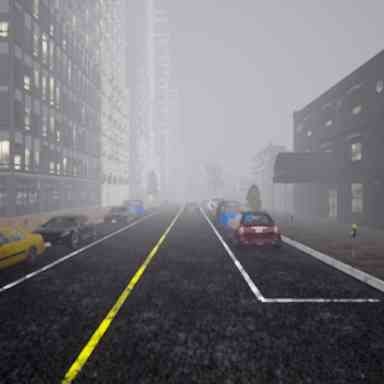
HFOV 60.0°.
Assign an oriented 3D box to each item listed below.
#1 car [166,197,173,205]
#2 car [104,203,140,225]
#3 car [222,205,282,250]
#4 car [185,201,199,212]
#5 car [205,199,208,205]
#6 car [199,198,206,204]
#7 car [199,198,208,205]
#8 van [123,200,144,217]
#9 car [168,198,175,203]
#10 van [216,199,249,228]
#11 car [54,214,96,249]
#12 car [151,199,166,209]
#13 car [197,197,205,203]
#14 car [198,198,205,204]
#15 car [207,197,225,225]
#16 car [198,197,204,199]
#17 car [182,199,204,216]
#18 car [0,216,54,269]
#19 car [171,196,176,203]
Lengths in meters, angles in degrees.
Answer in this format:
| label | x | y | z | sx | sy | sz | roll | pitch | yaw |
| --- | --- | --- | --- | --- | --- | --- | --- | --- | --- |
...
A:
| label | x | y | z | sx | sy | sz | roll | pitch | yaw |
| --- | --- | --- | --- | --- | --- | --- | --- | --- | --- |
| car | -5.746 | 2.183 | 71.601 | 1.947 | 1.339 | 4.313 | -1 | 0 | 0 |
| car | -5.697 | 1.793 | 26.451 | 1.947 | 1.339 | 4.313 | -1 | 0 | 0 |
| car | 2.661 | 1.571 | 15.118 | 1.967 | 1.590 | 4.097 | -1 | 0 | 0 |
| car | -0.044 | 2.007 | 47.291 | 1.895 | 1.301 | 4.718 | 0 | 0 | 0 |
| car | 3.062 | 1.581 | 41.057 | 2.150 | 2.045 | 5.566 | 0 | -1 | 0 |
| car | 2.589 | 2.297 | 82.843 | 1.802 | 1.307 | 4.206 | -1 | 0 | 0 |
| car | 2.595 | 2.210 | 77.200 | 1.887 | 1.381 | 4.507 | -1 | 0 | 0 |
| van | -5.707 | 1.617 | 32.096 | 1.690 | 1.788 | 3.998 | -1 | 0 | 0 |
| car | -5.770 | 2.380 | 94.177 | 1.947 | 1.339 | 4.313 | -1 | 0 | 0 |
| van | 2.653 | 1.520 | 20.763 | 1.690 | 1.788 | 3.998 | -1 | 0 | 0 |
| car | -5.685 | 1.697 | 15.162 | 1.947 | 1.339 | 4.313 | -1 | 0 | 0 |
| car | -5.728 | 1.994 | 54.500 | 1.752 | 1.417 | 4.829 | -1 | 0 | 0 |
| car | 2.575 | 2.254 | 94.132 | 1.967 | 1.590 | 4.097 | -1 | -1 | 0 |
| car | 2.582 | 2.291 | 88.657 | 1.752 | 1.417 | 4.829 | -1 | -1 | 0 |
| car | 2.646 | 1.542 | 26.407 | 2.192 | 1.841 | 5.009 | -1 | 0 | 0 |
| car | 2.608 | 2.134 | 65.912 | 1.947 | 1.339 | 4.313 | -1 | 0 | 0 |
| car | -0.040 | 1.812 | 37.294 | 2.128 | 1.511 | 4.902 | 0 | 0 | 0 |
| car | -5.849 | 1.606 | 9.349 | 1.752 | 1.417 | 4.829 | -1 | 0 | 0 |
| car | -5.760 | 2.155 | 82.891 | 1.967 | 1.590 | 4.097 | -1 | 0 | 0 |
